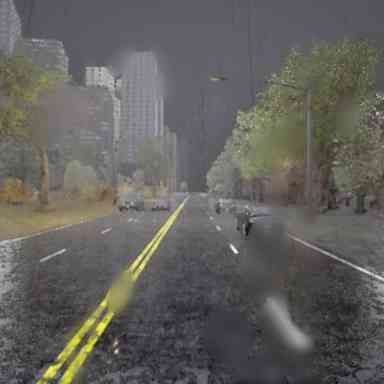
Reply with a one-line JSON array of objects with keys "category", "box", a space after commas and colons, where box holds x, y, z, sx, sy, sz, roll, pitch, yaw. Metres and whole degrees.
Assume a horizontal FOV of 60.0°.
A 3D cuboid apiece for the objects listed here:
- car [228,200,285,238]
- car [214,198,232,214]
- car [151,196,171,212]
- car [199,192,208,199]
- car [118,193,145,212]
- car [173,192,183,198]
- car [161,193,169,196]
[{"category": "car", "box": [3.375, 1.410, 17.187, 2.128, 1.511, 4.902, 1, 0, 0]}, {"category": "car", "box": [3.363, 1.392, 33.932, 2.128, 1.511, 4.902, 1, 1, 0]}, {"category": "car", "box": [-3.335, 1.472, 36.618, 1.994, 1.385, 4.181, 0, 0, 0]}, {"category": "car", "box": [3.385, 1.186, 89.098, 2.128, 1.511, 4.902, -1, 0, 1]}, {"category": "car", "box": [-6.588, 1.127, 36.887, 2.150, 2.045, 5.566, 0, 0, 0]}, {"category": "car", "box": [-3.219, 0.766, 77.088, 2.097, 1.767, 4.553, 0, 0, 0]}, {"category": "car", "box": [-6.457, 1.043, 78.535, 1.812, 1.442, 4.674, 0, 0, 1]}]
